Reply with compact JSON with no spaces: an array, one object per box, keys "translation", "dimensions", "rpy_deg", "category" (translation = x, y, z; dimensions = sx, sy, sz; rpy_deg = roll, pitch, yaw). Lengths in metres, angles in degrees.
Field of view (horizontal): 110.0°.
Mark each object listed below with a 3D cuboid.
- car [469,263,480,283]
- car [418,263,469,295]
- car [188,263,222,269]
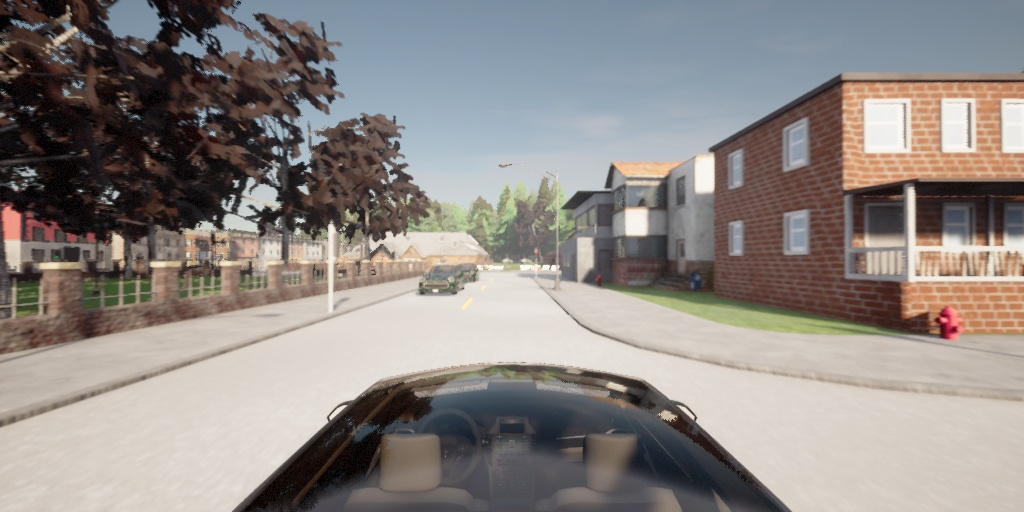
[{"translation":[-4.061,1.387,31.859],"dimensions":[2.097,1.767,4.553],"rpy_deg":[0,-1,0],"category":"car"},{"translation":[-4.077,1.287,21.439],"dimensions":[2.097,1.767,4.553],"rpy_deg":[0,-1,0],"category":"car"},{"translation":[-41.306,1.666,48.210],"dimensions":[5.008,1.535,1.882],"rpy_deg":[0,-1,0],"category":"car"}]
